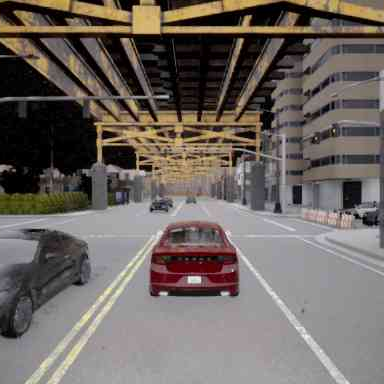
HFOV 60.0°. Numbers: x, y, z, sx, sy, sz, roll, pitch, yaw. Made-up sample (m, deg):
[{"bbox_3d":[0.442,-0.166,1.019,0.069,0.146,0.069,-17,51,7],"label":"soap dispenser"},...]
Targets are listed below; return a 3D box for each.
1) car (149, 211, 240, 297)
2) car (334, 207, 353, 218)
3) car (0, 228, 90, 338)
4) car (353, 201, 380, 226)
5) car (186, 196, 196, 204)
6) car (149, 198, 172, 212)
[{"bbox_3d":[0.053,1.478,8.643,1.882,1.535,5.008,0,0,0],"label":"car"},{"bbox_3d":[13.574,1.295,25.481,4.536,1.218,1.853,0,0,25],"label":"car"},{"bbox_3d":[-3.495,1.526,6.742,1.812,1.442,4.674,0,0,1],"label":"car"},{"bbox_3d":[13.211,1.453,21.343,4.974,1.542,2.038,0,0,-20],"label":"car"},{"bbox_3d":[-0.153,1.547,63.319,2.033,1.411,5.357,0,0,0],"label":"car"},{"bbox_3d":[-3.684,1.564,38.282,1.994,1.385,4.181,0,0,0],"label":"car"}]
